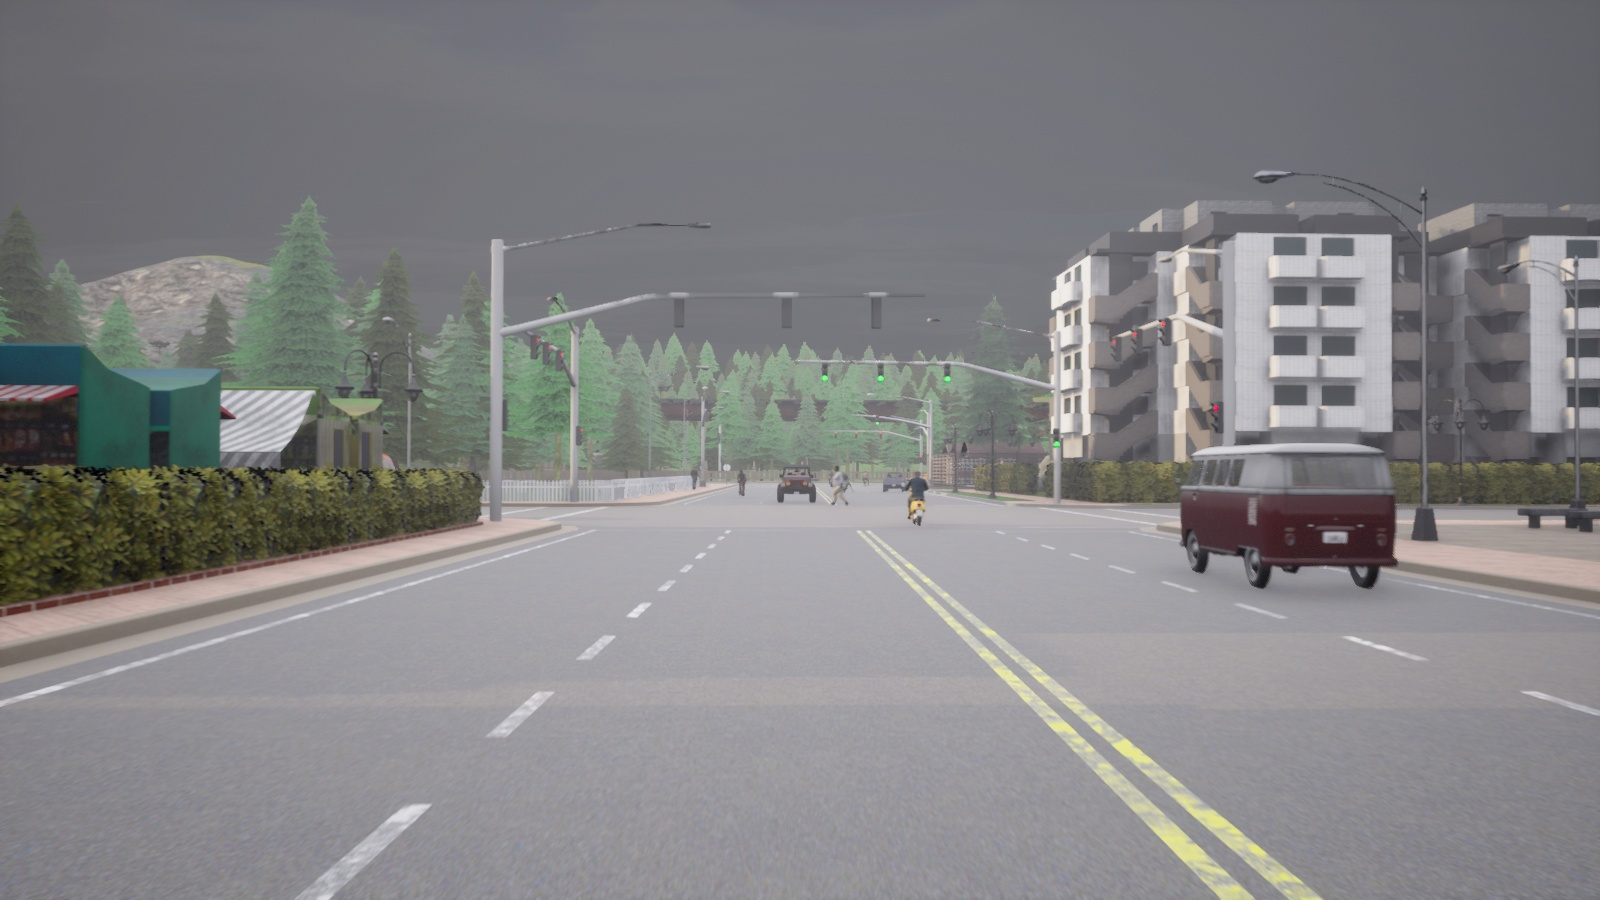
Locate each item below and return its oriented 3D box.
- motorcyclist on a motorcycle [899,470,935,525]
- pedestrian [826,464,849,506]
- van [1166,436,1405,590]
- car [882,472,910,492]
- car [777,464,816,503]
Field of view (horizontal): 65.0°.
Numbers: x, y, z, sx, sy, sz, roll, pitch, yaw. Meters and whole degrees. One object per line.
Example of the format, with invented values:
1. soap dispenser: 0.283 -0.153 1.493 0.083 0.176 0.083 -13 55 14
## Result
1. motorcyclist on a motorcycle: 3.410 1.369 36.711 0.866 1.590 1.817 0 -1 0
2. pedestrian: 1.663 1.536 55.621 0.900 1.855 0.874 0 -1 -7
3. van: 6.954 0.850 18.523 1.775 1.987 4.442 0 -1 0
4. car: 7.341 2.409 96.177 1.845 1.501 3.633 0 -1 9
5. car: -0.155 1.671 63.291 1.905 1.878 3.866 0 -1 0
